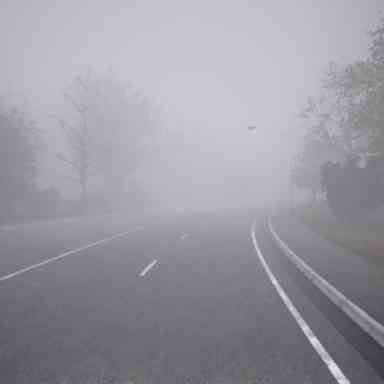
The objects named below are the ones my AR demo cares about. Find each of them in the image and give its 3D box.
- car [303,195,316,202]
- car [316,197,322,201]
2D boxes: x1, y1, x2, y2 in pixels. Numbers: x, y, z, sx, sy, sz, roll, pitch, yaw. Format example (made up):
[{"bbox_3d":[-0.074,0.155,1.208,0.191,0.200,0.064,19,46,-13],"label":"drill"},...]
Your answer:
[{"bbox_3d":[28.335,1.569,79.784,1.812,1.442,4.674,-3,-3,43],"label":"car"},{"bbox_3d":[31.519,1.465,78.099,1.994,1.385,4.181,-3,-3,43],"label":"car"}]
